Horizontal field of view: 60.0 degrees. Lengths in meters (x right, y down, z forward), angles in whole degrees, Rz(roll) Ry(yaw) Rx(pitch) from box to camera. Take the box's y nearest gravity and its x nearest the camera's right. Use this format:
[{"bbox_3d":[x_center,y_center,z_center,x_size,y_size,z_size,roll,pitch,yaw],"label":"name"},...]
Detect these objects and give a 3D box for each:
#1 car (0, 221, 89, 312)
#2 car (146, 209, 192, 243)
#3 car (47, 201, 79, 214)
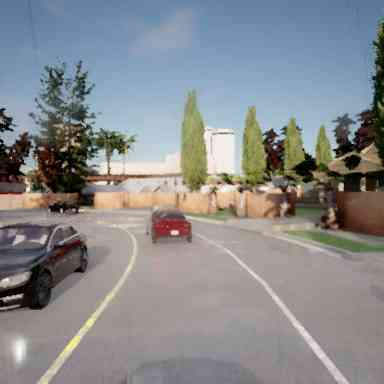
[{"bbox_3d":[-3.849,1.507,7.913,2.128,1.511,4.902,0,0,-3],"label":"car"},{"bbox_3d":[-1.214,1.566,16.332,1.812,1.442,4.674,0,0,-12],"label":"car"},{"bbox_3d":[-14.858,1.758,38.204,4.892,1.490,1.837,-1,-2,41],"label":"car"}]
